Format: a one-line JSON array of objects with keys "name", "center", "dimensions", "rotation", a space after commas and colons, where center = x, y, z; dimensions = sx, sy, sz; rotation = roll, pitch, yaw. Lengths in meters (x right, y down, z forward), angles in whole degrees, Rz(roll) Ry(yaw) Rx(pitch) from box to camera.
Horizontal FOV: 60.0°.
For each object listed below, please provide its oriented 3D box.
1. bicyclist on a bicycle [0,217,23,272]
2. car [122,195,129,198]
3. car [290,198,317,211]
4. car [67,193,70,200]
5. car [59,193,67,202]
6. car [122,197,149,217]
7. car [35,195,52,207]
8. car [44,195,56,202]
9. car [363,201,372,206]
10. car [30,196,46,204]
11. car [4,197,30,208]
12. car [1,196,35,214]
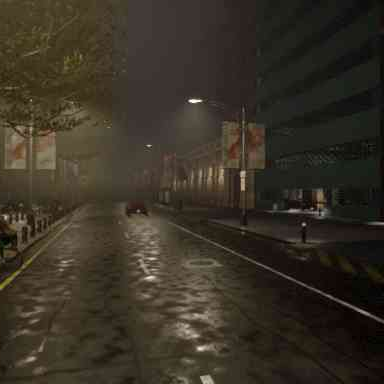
[{"name": "bicyclist on a bicycle", "center": [-5.505, 1.361, 9.289], "dimensions": [1.656, 1.620, 0.582], "rotation": [13, -3, -13]}, {"name": "car", "center": [-18.444, 1.594, 92.738], "dimensions": [1.895, 1.301, 4.718], "rotation": [0, 0, -15]}, {"name": "car", "center": [12.612, 1.412, 38.948], "dimensions": [2.161, 1.482, 4.786], "rotation": [0, 0, -15]}, {"name": "car", "center": [-30.388, 1.224, 80.330], "dimensions": [2.150, 2.045, 5.566], "rotation": [0, 0, -15]}, {"name": "car", "center": [-26.366, 1.477, 65.328], "dimensions": [1.882, 1.535, 5.008], "rotation": [0, 0, -15]}, {"name": "car", "center": [-5.397, 1.525, 31.882], "dimensions": [1.812, 1.442, 4.674], "rotation": [0, 0, -15]}, {"name": "car", "center": [-22.462, 1.504, 50.422], "dimensions": [1.837, 1.490, 4.892], "rotation": [0, 0, -15]}, {"name": "car", "center": [-33.585, 1.524, 78.741], "dimensions": [2.128, 1.511, 4.902], "rotation": [0, 0, -15]}, {"name": "car", "center": [23.922, 1.462, 41.564], "dimensions": [1.895, 1.301, 4.718], "rotation": [0, 0, -15]}, {"name": "car", "center": [-29.671, 1.477, 64.139], "dimensions": [1.882, 1.535, 5.008], "rotation": [0, 0, -15]}, {"name": "car", "center": [-25.886, 1.546, 49.448], "dimensions": [2.033, 1.411, 5.357], "rotation": [0, 0, -12]}, {"name": "car", "center": [-18.270, 1.352, 34.745], "dimensions": [2.097, 1.767, 4.553], "rotation": [0, 0, -15]}]
